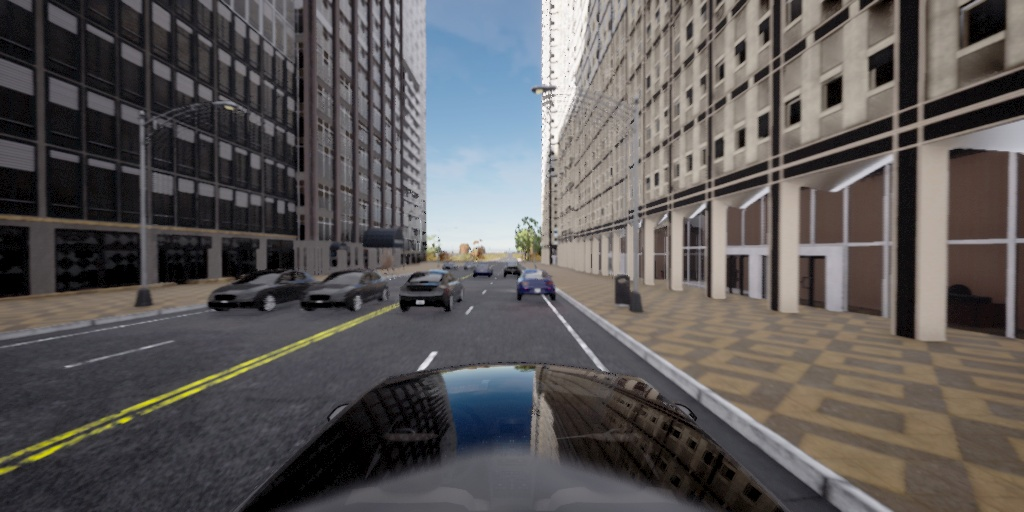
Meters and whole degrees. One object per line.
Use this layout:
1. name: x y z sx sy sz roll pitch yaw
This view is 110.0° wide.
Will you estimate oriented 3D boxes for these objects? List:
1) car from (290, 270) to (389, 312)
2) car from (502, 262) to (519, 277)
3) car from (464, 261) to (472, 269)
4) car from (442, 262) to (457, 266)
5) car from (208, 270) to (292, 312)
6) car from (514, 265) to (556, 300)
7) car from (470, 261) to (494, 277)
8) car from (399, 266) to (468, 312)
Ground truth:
1. car: -6.592 1.332 14.696 1.837 1.490 4.892 0 0 0
2. car: 0.035 1.467 38.942 1.837 1.490 4.892 0 0 1
3. car: -6.526 1.546 56.757 2.128 1.511 4.902 0 0 1
4. car: -9.772 1.619 56.627 1.994 1.385 4.181 0 0 1
5. car: -9.842 1.332 14.697 1.837 1.490 4.892 0 0 0
6. car: 1.143 1.373 18.266 1.812 1.442 4.674 0 0 0
7. car: -3.138 1.532 39.837 1.994 1.385 4.181 0 0 0
8. car: -3.148 1.334 14.726 1.837 1.490 4.892 0 0 0
